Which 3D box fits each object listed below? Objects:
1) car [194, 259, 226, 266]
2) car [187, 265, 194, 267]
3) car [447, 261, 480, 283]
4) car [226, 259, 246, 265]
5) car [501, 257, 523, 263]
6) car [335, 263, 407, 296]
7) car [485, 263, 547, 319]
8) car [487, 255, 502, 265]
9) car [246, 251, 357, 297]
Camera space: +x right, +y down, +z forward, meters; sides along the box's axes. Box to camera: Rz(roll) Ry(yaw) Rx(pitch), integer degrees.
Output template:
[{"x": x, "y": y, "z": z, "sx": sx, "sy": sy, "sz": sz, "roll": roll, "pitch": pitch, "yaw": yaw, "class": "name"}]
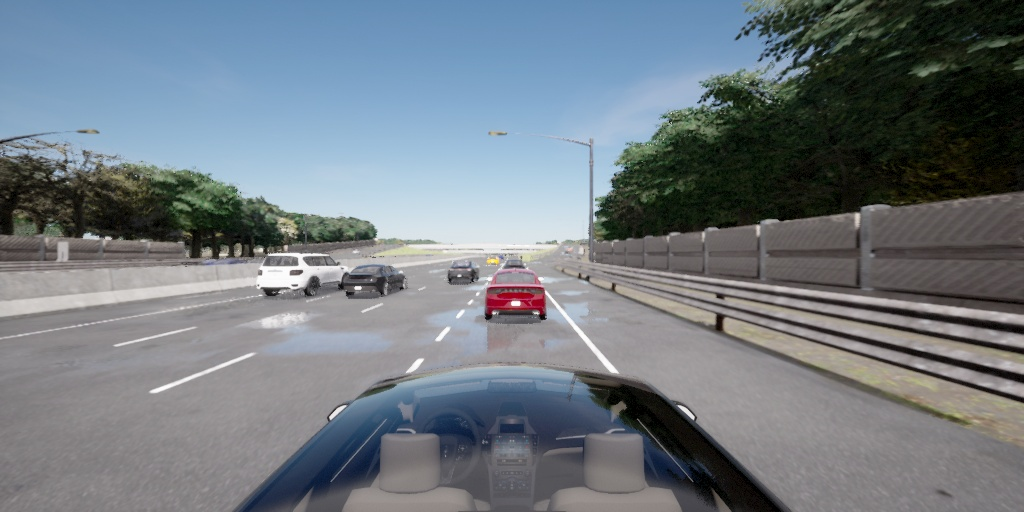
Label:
[{"x": -27.921, "y": 1.042, "z": 35.114, "sx": 1.812, "sy": 1.442, "sz": 4.674, "roll": 0, "pitch": 0, "yaw": 1, "class": "car"}, {"x": -31.371, "y": 1.040, "z": 38.029, "sx": 2.033, "sy": 1.411, "sz": 5.357, "roll": 0, "pitch": 0, "yaw": 1, "class": "car"}, {"x": -3.440, "y": 1.086, "z": 25.969, "sx": 2.128, "sy": 1.511, "sz": 4.902, "roll": 0, "pitch": 0, "yaw": 0, "class": "car"}, {"x": -24.428, "y": 0.998, "z": 34.652, "sx": 1.882, "sy": 1.535, "sz": 5.008, "roll": 0, "pitch": 0, "yaw": 1, "class": "car"}, {"x": 0.189, "y": 1.057, "z": 30.936, "sx": 1.837, "sy": 1.490, "sz": 4.892, "roll": 0, "pitch": 1, "yaw": 0, "class": "car"}, {"x": -6.870, "y": 1.163, "z": 18.438, "sx": 1.837, "sy": 1.490, "sz": 4.892, "roll": 0, "pitch": 1, "yaw": 0, "class": "car"}, {"x": 0.114, "y": 1.184, "z": 12.670, "sx": 1.882, "sy": 1.535, "sz": 5.008, "roll": 0, "pitch": 0, "yaw": 0, "class": "car"}, {"x": -3.194, "y": 0.770, "z": 61.700, "sx": 1.882, "sy": 1.535, "sz": 5.008, "roll": 0, "pitch": 0, "yaw": 0, "class": "car"}, {"x": -10.371, "y": 0.880, "z": 18.392, "sx": 2.150, "sy": 2.045, "sz": 5.566, "roll": 0, "pitch": 0, "yaw": 0, "class": "car"}]
